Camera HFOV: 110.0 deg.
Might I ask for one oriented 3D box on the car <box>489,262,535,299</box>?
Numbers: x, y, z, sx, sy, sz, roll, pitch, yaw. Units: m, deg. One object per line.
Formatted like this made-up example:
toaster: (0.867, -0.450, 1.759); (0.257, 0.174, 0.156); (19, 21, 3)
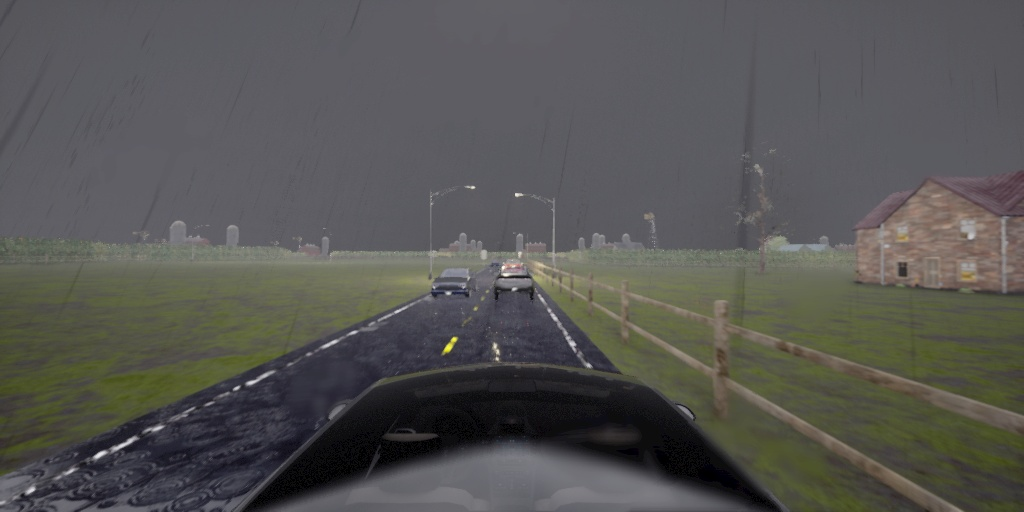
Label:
car: (0.103, 1.238, 17.855); (2.128, 1.511, 4.902); (0, 0, 0)

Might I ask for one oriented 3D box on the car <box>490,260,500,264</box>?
car: (-2.767, 1.305, 60.499); (1.895, 1.301, 4.718); (0, 0, 1)

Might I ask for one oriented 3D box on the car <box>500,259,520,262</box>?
car: (0.105, 1.084, 37.029); (2.097, 1.767, 4.553); (0, 0, 0)

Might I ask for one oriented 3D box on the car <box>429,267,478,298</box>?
car: (-2.848, 1.294, 18.732); (2.033, 1.411, 5.357); (0, 0, 0)
